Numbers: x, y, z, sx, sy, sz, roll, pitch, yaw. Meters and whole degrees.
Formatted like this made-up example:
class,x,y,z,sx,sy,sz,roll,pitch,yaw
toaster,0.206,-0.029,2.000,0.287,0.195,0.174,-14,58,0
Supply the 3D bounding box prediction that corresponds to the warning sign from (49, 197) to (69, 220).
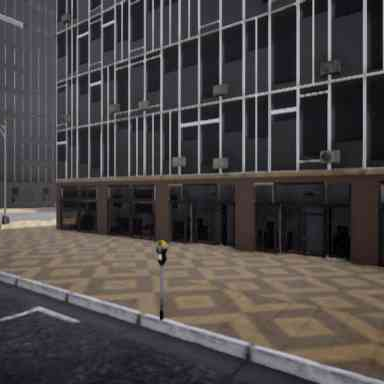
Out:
class,x,y,z,sx,sy,sz,roll,pitch,yaw
warning sign,-11.649,1.429,29.083,1.300,1.860,1.060,1,1,33
